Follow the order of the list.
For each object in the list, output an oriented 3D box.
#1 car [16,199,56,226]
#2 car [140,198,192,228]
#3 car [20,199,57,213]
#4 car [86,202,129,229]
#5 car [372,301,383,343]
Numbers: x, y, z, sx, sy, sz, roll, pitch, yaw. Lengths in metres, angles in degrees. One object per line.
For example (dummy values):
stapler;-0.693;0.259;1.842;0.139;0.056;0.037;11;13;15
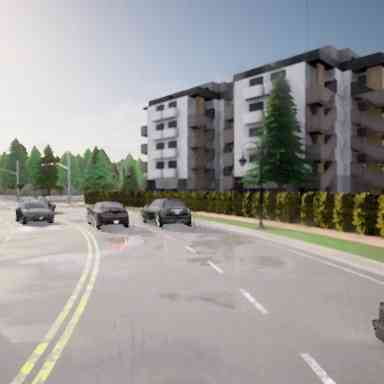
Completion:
car;-10.714;1.369;22.589;1.837;1.490;4.892;0;0;-34
car;-1.778;1.214;21.283;2.097;1.767;4.553;0;0;-25
car;-15.877;1.395;34.276;1.895;1.301;4.718;0;0;-45
car;-5.289;1.375;20.578;1.837;1.490;4.892;0;0;-27
car;3.507;1.528;2.064;2.033;1.411;5.357;0;0;-4
